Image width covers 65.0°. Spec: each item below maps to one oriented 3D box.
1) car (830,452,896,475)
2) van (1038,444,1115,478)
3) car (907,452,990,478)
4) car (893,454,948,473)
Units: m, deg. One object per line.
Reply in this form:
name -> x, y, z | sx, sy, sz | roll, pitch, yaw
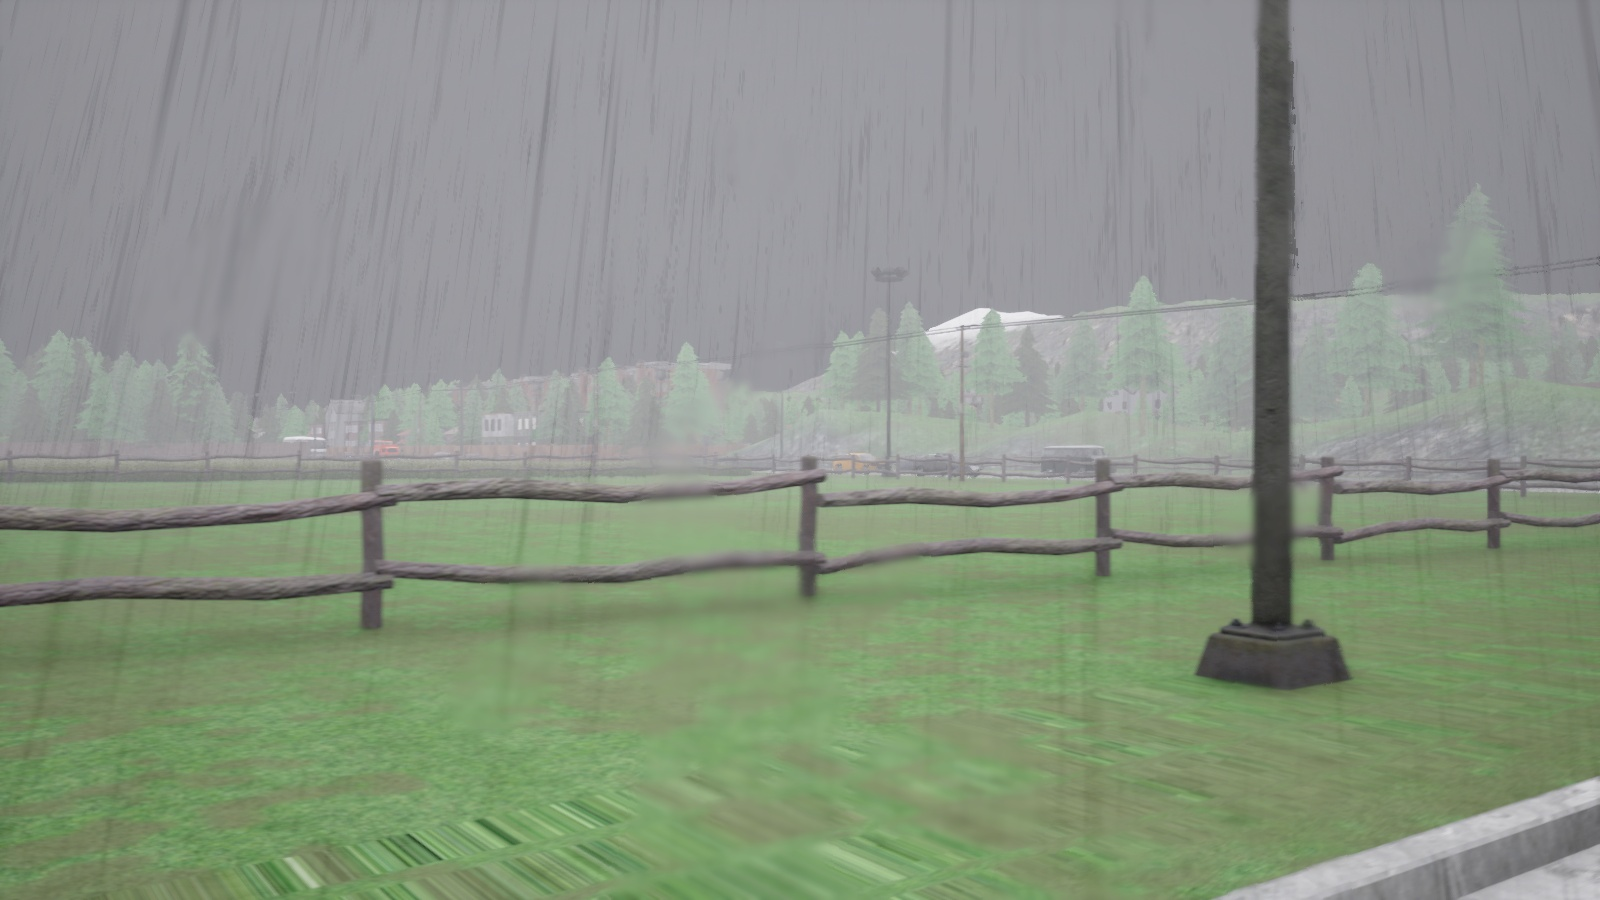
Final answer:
car -> 4.301, 0.926, 86.614 | 1.882, 1.535, 5.008 | 0, 0, -35
van -> 16.561, 0.647, 75.447 | 1.775, 1.987, 4.442 | 0, 0, -35
car -> 8.734, 0.865, 74.368 | 2.128, 1.511, 4.902 | 0, 0, -35
car -> 9.328, 1.028, 97.649 | 1.994, 1.385, 4.181 | 0, 0, -35
